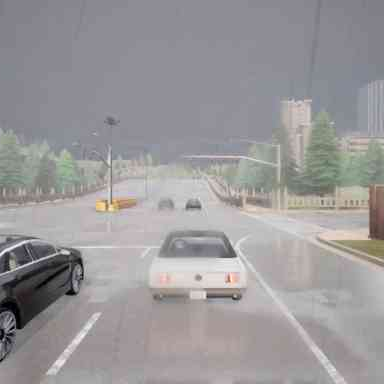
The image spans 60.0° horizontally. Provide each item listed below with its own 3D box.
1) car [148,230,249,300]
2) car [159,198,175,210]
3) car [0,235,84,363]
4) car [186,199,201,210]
[{"bbox_3d":[0.117,1.601,8.311,1.895,1.301,4.718,0,0,0],"label":"car"},{"bbox_3d":[-3.304,1.504,43.727,1.837,1.490,4.892,0,0,0],"label":"car"},{"bbox_3d":[-3.387,1.491,5.777,2.128,1.511,4.902,0,0,0],"label":"car"},{"bbox_3d":[0.198,1.563,43.900,1.994,1.385,4.181,0,0,0],"label":"car"}]
